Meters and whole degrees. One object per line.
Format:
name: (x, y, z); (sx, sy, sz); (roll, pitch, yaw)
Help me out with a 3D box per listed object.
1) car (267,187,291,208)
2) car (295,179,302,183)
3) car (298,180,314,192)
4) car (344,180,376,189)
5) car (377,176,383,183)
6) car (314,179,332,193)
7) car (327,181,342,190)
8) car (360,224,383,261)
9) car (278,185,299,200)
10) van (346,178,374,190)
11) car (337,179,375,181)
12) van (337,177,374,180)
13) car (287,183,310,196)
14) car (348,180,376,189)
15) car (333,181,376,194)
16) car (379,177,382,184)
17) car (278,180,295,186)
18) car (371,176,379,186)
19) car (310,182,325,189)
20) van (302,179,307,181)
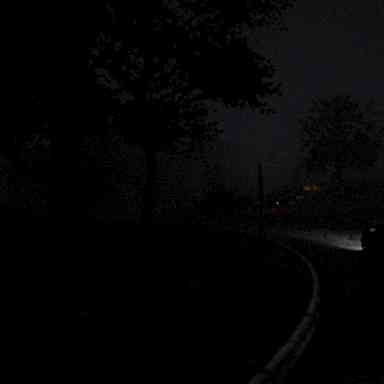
car: (8.365, 0.647, 32.162); (1.837, 1.490, 4.892); (-1, 2, 17)
car: (24.866, -1.788, 82.961); (2.163, 1.488, 4.792); (-1, 3, 35)
car: (20.798, -0.757, 59.419); (1.882, 1.535, 5.008); (-1, 2, 30)
car: (32.197, -1.363, 63.923); (5.366, 1.575, 1.946); (-1, 3, 31)
car: (41.285, -2.261, 77.682); (4.792, 1.488, 2.163); (-1, 3, 35)
car: (22.055, -0.771, 55.193); (2.097, 1.767, 4.553); (-1, 3, 29)
car: (28.770, -1.306, 67.149); (2.128, 1.511, 4.902); (-1, 3, 32)
car: (5.736, 1.277, 8.082); (2.033, 1.411, 5.357); (-1, 1, 13)
car: (11.821, 0.270, 41.607); (1.994, 1.385, 4.181); (-1, 2, 24)
van: (31.049, -1.443, 61.416); (4.442, 1.987, 1.878); (-1, 3, 31)
car: (24.355, -0.658, 49.655); (4.553, 1.767, 2.185); (-1, 2, 29)
van: (25.548, -0.890, 52.136); (4.442, 1.987, 1.878); (-1, 2, 29)
car: (16.107, -0.205, 50.681); (2.033, 1.411, 5.357); (-1, 2, 29)
car: (33.780, -1.470, 66.153); (4.674, 1.452, 2.002); (-1, 3, 32)
car: (23.001, -0.398, 47.267); (4.892, 1.521, 2.231); (-1, 2, 29)
car: (38.177, -1.967, 73.047); (4.892, 1.521, 2.231); (-1, 3, 34)
car: (21.852, -1.514, 78.377); (2.097, 1.535, 5.008); (-1, 3, 33)
car: (26.991, -1.052, 54.470); (5.566, 2.045, 2.435); (-1, 2, 29)
car: (25.748, -1.317, 67.969); (1.895, 1.301, 4.718); (-1, 3, 32)
van: (27.952, -2.349, 87.439); (1.878, 1.987, 4.442); (-1, 3, 36)
